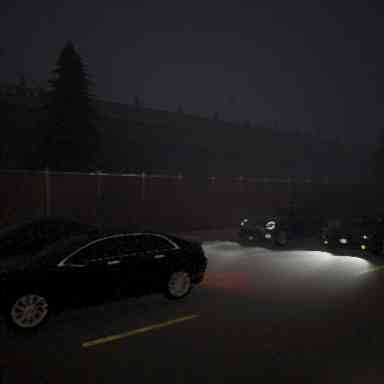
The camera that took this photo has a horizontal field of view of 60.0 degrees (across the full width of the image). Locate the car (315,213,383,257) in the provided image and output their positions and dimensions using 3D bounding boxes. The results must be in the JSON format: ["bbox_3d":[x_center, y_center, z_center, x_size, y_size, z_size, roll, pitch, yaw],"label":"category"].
[{"bbox_3d":[7.184,1.619,13.350,4.181,1.385,1.994,0,0,-35],"label":"car"}]

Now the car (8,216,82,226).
[{"bbox_3d":[-4.423,1.486,9.421,5.008,1.535,1.882,1,0,-35],"label":"car"}]

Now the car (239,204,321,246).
[{"bbox_3d":[4.377,1.403,15.651,4.553,1.767,2.097,0,0,-35],"label":"car"}]

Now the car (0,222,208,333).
[{"bbox_3d":[-1.909,1.517,6.912,4.892,1.490,1.837,1,-1,-35],"label":"car"}]
